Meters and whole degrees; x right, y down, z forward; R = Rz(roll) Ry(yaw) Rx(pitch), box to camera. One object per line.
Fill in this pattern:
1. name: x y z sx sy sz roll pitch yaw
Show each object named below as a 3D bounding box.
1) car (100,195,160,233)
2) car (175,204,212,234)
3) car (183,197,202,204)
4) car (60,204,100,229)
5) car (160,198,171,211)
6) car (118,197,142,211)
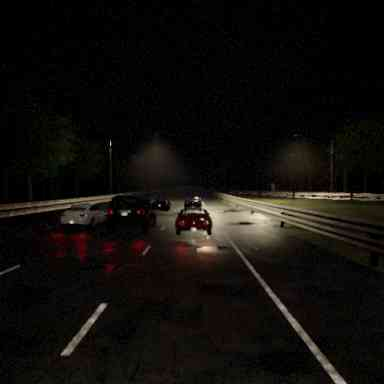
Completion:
1. car: -3.404 1.187 19.455 2.150 2.045 5.566 0 0 0
2. car: 0.096 1.569 18.916 1.895 1.301 4.718 0 0 0
3. car: 0.092 1.281 36.464 2.128 1.511 4.902 0 1 0
4. car: -6.890 1.479 21.354 1.812 1.442 4.674 0 0 0
5. car: -3.407 1.344 37.062 1.994 1.385 4.181 0 1 0
6. car: -6.922 1.299 37.493 1.812 1.442 4.674 0 1 0
